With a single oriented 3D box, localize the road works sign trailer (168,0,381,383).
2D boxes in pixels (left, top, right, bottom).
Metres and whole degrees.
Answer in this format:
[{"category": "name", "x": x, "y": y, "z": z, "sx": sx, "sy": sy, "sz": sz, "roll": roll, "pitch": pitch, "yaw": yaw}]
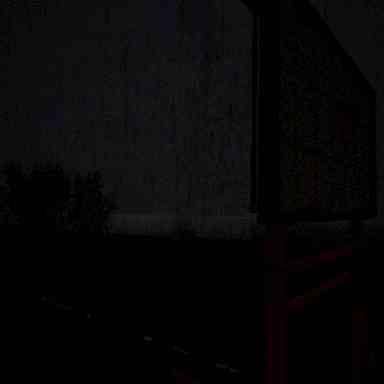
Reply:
[{"category": "road works sign trailer", "x": 0.911, "y": 0.612, "z": 2.657, "sx": 2.880, "sy": 3.560, "sz": 2.380, "roll": -1, "pitch": -3, "yaw": 39}]
